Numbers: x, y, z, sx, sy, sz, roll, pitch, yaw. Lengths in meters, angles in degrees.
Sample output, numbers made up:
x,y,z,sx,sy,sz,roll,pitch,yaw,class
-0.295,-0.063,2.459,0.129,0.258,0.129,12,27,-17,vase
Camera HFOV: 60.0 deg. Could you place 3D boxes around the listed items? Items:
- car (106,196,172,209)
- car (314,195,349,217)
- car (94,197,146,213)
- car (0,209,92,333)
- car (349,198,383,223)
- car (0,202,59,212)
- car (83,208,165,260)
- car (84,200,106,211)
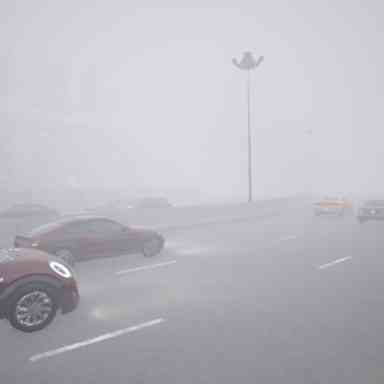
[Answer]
x,y,z,sx,sy,sz,roll,pitch,yaw,class
-3.572,1.146,24.566,2.097,1.767,4.553,-1,1,43,car
10.711,0.981,24.940,1.882,1.535,5.008,0,1,37,car
-7.573,1.295,35.698,2.033,1.411,5.357,-1,1,38,car
-4.253,1.380,5.305,4.553,1.767,2.097,-2,1,-35,car
11.430,1.092,20.061,2.033,1.411,5.357,-1,1,39,car
-11.393,1.458,22.020,5.008,1.535,1.882,-2,1,-41,car
-3.078,1.470,10.578,4.674,1.442,1.812,-2,1,-39,car
-7.263,1.346,30.673,2.033,1.411,5.357,-1,1,42,car
